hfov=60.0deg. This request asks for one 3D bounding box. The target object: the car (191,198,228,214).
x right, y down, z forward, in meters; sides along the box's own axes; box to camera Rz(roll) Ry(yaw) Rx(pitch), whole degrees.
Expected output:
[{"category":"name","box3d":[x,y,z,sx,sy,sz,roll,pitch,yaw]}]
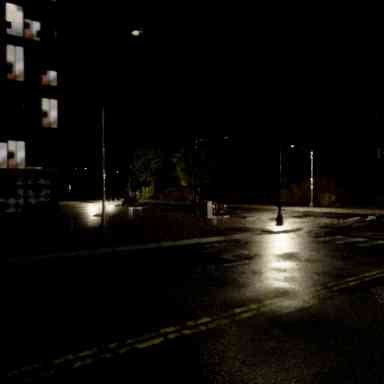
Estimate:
[{"category":"car","box3d":[1.840,1.506,36.185,2.097,1.767,4.553,-1,0,-33]}]

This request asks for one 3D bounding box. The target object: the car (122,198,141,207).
[{"category":"car","box3d":[-9.998,1.699,54.519,1.812,1.442,4.674,-1,0,-33]}]
